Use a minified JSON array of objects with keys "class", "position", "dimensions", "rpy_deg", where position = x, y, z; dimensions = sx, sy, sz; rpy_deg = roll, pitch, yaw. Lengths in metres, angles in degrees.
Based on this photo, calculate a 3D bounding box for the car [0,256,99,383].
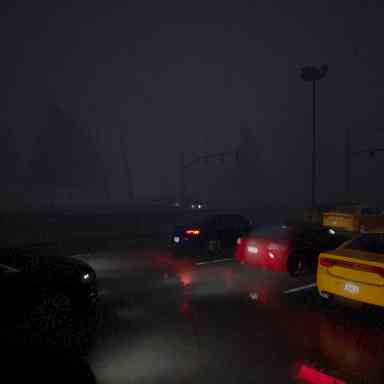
[{"class":"car","position":[-2.928,1.505,1.645],"dimensions":[4.892,1.490,1.837],"rpy_deg":[0,0,-35]}]

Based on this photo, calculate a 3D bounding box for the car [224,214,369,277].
[{"class":"car","position":[3.324,1.564,10.309],"dimensions":[4.181,1.385,1.994],"rpy_deg":[0,0,-35]}]

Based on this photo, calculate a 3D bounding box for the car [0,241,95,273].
[{"class":"car","position":[-3.974,1.492,5.192],"dimensions":[4.902,1.511,2.128],"rpy_deg":[0,0,-35]}]

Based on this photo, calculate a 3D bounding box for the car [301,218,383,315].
[{"class":"car","position":[4.738,1.478,7.033],"dimensions":[5.008,1.535,1.882],"rpy_deg":[0,0,-35]}]

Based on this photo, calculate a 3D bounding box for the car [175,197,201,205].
[{"class":"car","position":[-0.466,1.547,57.958],"dimensions":[2.033,1.411,5.357],"rpy_deg":[0,0,-27]}]

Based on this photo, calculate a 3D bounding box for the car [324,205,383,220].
[{"class":"car","position":[9.525,1.478,18.891],"dimensions":[5.008,1.535,1.882],"rpy_deg":[0,0,-35]}]

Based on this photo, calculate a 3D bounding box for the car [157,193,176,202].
[{"class":"car","position":[-4.681,1.221,67.234],"dimensions":[2.150,2.045,5.566],"rpy_deg":[0,0,-21]}]

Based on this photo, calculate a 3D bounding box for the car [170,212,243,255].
[{"class":"car","position":[1.349,1.526,13.200],"dimensions":[4.674,1.442,1.812],"rpy_deg":[0,0,-35]}]

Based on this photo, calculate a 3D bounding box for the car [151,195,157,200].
[{"class":"car","position":[-7.684,1.524,76.543],"dimensions":[1.812,1.442,4.674],"rpy_deg":[0,0,-17]}]

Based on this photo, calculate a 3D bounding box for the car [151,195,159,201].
[{"class":"car","position":[-9.618,1.553,86.429],"dimensions":[1.994,1.385,4.181],"rpy_deg":[0,0,-10]}]

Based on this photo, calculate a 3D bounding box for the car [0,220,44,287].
[{"class":"car","position":[-6.515,1.547,7.714],"dimensions":[5.357,1.411,2.033],"rpy_deg":[0,0,-35]}]
